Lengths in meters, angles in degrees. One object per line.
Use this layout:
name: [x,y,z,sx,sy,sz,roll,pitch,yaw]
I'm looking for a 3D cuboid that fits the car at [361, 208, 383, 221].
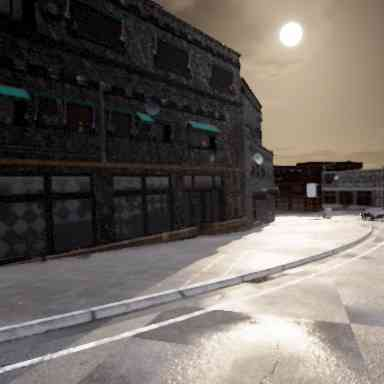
car: [20.181,2.451,36.679,2.033,1.411,5.357,-2,-3,12]
